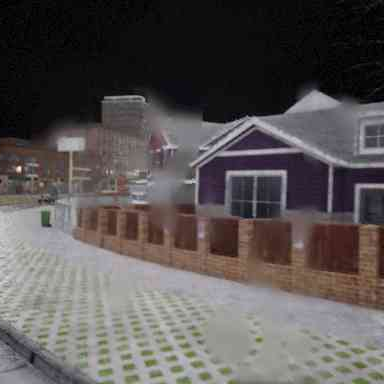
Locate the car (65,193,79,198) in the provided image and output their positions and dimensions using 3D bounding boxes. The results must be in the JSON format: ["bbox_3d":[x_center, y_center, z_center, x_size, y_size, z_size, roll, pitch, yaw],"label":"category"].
[{"bbox_3d":[-21.466,0.908,56.467,1.994,1.385,4.181,2,2,6],"label":"car"}]

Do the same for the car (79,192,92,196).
[{"bbox_3d":[-20.264,0.695,64.894,1.895,1.301,4.718,2,2,13],"label":"car"}]

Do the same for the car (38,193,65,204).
[{"bbox_3d":[-21.612,0.991,50.498,1.837,1.490,4.892,2,1,1],"label":"car"}]
